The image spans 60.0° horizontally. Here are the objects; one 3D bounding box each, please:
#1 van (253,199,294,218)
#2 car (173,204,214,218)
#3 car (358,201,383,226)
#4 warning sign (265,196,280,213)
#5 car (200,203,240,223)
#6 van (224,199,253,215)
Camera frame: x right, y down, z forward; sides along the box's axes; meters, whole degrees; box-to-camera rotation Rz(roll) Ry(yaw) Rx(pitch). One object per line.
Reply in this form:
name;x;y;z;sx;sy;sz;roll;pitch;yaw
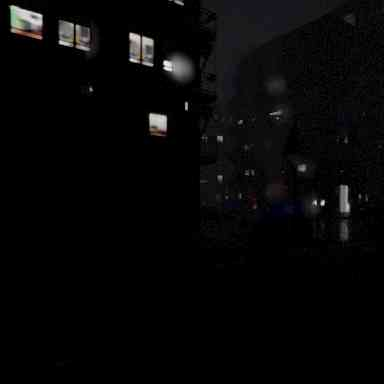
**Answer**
van;8.523;1.593;33.659;1.690;1.788;3.998;-1;0;-36
car;0.102;1.960;35.339;1.895;1.301;4.718;0;-1;-36
car;13.721;1.317;21.692;2.150;2.045;5.566;0;-1;-23
warning sign;9.004;1.390;37.049;1.300;1.860;1.060;1;0;-36
car;1.798;1.868;28.723;1.802;1.307;4.206;-1;0;-36
van;5.195;1.667;38.165;1.690;1.788;3.998;-1;0;-36
